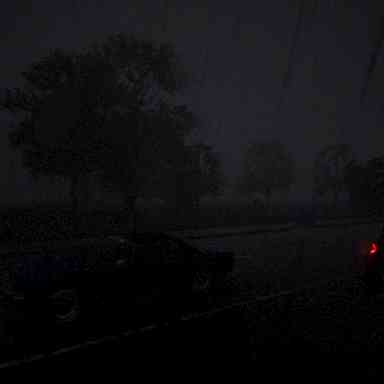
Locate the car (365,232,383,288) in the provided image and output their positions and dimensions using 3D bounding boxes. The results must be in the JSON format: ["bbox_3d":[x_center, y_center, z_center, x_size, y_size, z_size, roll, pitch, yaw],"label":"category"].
[{"bbox_3d":[6.205,1.354,7.953,4.553,1.767,2.097,0,0,-34],"label":"car"}]

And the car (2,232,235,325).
[{"bbox_3d":[-1.405,1.599,7.230,4.718,1.301,1.895,0,0,-35],"label":"car"}]
